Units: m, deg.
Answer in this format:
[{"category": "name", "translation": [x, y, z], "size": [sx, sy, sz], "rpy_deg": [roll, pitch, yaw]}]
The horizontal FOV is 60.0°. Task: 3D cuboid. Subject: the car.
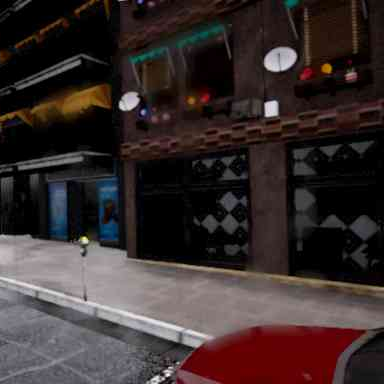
[{"category": "car", "translation": [1.924, 1.518, 1.905], "size": [4.674, 1.442, 1.812], "rpy_deg": [-1, -1, 36]}]
